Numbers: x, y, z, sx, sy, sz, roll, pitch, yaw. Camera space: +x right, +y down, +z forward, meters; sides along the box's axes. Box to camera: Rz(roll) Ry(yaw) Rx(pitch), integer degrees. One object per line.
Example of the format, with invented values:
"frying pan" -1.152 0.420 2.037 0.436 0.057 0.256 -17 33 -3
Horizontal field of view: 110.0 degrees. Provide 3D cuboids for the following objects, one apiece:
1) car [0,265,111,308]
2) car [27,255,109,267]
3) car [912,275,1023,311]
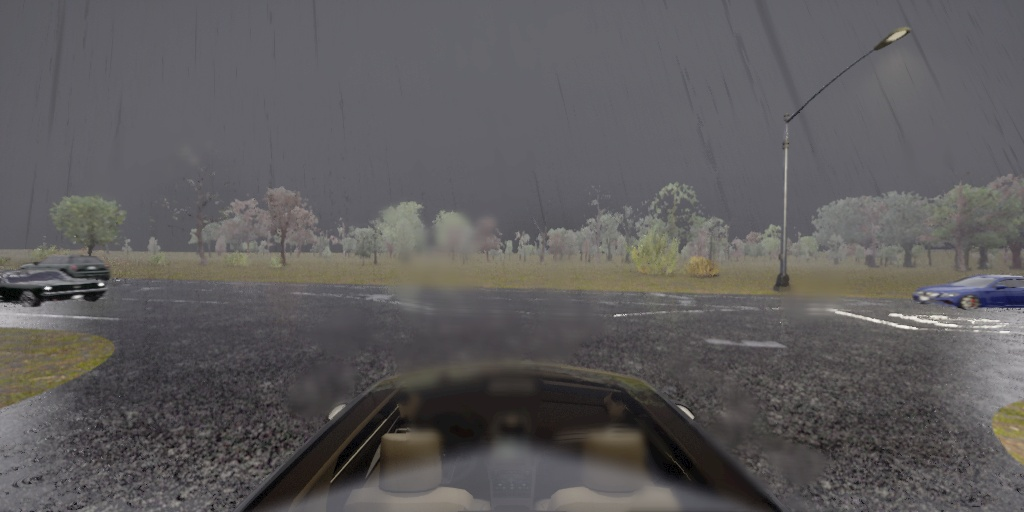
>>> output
"car" -18.361 1.183 13.703 4.718 1.301 1.895 1 1 9
"car" -27.836 0.725 22.308 4.553 1.767 2.097 1 1 9
"car" 19.602 1.505 14.671 4.674 1.442 1.812 0 1 9
